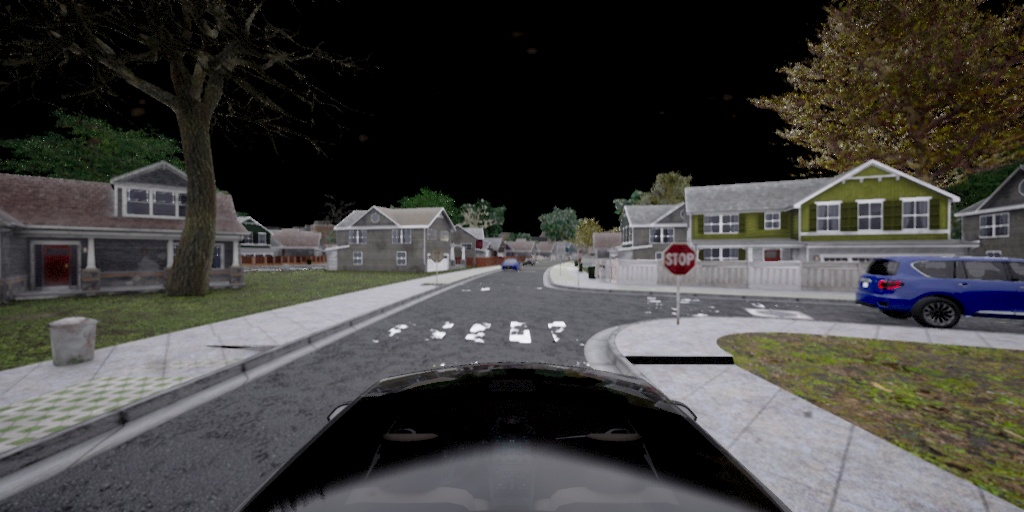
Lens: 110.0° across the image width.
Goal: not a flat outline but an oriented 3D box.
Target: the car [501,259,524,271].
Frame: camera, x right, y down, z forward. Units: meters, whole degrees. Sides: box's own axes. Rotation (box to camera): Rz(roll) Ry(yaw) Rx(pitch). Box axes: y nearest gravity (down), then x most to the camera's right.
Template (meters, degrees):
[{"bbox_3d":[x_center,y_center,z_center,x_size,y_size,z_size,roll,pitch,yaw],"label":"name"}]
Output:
[{"bbox_3d":[-0.089,1.051,43.969,1.882,1.535,5.008,0,0,8],"label":"car"}]

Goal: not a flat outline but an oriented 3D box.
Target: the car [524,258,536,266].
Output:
[{"bbox_3d":[3.129,1.065,63.774,2.033,1.411,5.357,0,0,11],"label":"car"}]

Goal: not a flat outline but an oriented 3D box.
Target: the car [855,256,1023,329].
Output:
[{"bbox_3d":[13.598,1.023,10.222,5.566,2.045,2.150,0,1,24],"label":"car"}]
